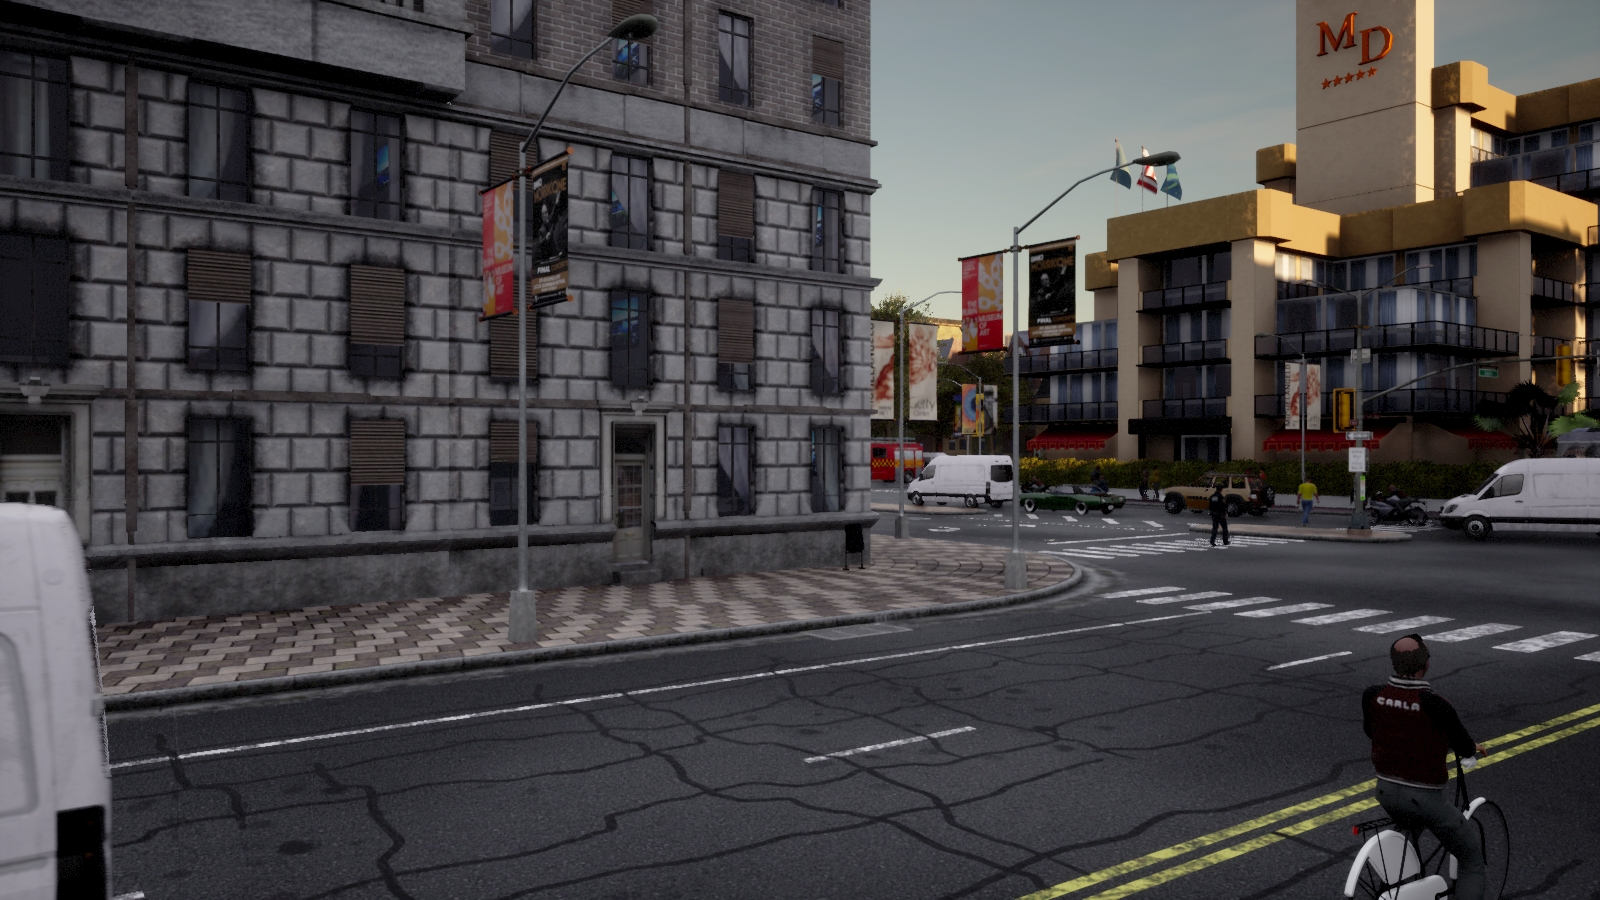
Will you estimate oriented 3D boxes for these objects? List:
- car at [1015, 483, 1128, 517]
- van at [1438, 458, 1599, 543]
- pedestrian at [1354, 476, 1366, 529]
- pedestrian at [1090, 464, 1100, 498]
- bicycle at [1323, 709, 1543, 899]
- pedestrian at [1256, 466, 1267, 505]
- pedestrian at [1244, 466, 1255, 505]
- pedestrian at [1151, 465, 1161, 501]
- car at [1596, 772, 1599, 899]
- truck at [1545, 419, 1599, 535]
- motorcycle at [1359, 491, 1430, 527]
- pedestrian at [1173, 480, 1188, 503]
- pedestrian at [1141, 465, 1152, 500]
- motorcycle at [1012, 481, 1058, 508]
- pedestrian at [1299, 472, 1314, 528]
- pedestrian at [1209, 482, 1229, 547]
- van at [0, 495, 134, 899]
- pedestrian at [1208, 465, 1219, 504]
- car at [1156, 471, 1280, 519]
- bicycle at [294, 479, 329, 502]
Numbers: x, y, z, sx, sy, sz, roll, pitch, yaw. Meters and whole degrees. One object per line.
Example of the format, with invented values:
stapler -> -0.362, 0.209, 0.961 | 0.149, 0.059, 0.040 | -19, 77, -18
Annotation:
car -> 11.885, 2.155, 50.351 | 1.895, 1.301, 4.718 | 0, 0, -37
van -> 23.576, 1.534, 36.095 | 5.915, 2.561, 1.988 | 0, 0, 28
pedestrian -> 19.918, 1.848, 40.624 | 0.375, 1.860, 0.375 | 0, 0, 26
pedestrian -> 16.106, 1.698, 62.319 | 0.375, 1.860, 0.375 | 0, 0, -35
bicycle -> 3.626, 2.210, 6.476 | 1.835, 1.171, 0.329 | 0, 0, -35
pedestrian -> 22.052, 1.696, 54.585 | 0.375, 1.860, 0.375 | 0, 0, -32
pedestrian -> 21.674, 1.696, 55.142 | 0.375, 1.860, 0.375 | 0, 0, -43
pedestrian -> 18.477, 1.696, 59.271 | 0.375, 1.860, 0.375 | 0, 0, -39
car -> 4.999, 1.754, 3.274 | 6.274, 2.098, 2.390 | 0, 0, -34
truck -> 30.444, 0.890, 38.976 | 8.468, 3.827, 2.891 | 0, 0, -6
motorcycle -> 22.295, 2.205, 42.846 | 2.209, 1.251, 0.867 | 0, 0, 42
pedestrian -> 19.057, 2.077, 57.170 | 0.500, 1.100, 0.500 | 0, 0, -32
pedestrian -> 18.152, 1.696, 59.855 | 0.375, 1.860, 0.375 | 0, 0, -43
motorcycle -> 11.640, 2.205, 56.539 | 0.867, 1.251, 2.209 | 0, 0, -37
pedestrian -> 17.317, 1.705, 39.091 | 0.375, 1.860, 0.375 | 0, 0, 42
pedestrian -> 12.080, 1.849, 32.944 | 0.375, 1.860, 0.375 | 0, 0, -37
van -> -5.762, 1.534, 3.844 | 5.915, 2.561, 1.988 | 0, 0, -36
pedestrian -> 20.368, 1.696, 56.279 | 0.375, 1.860, 0.375 | 0, 0, -31
car -> 17.691, 1.864, 48.511 | 1.932, 1.855, 4.605 | 0, 0, -38
bicycle -> -27.390, 2.265, 64.051 | 1.835, 1.171, 0.329 | 2, -1, 10
